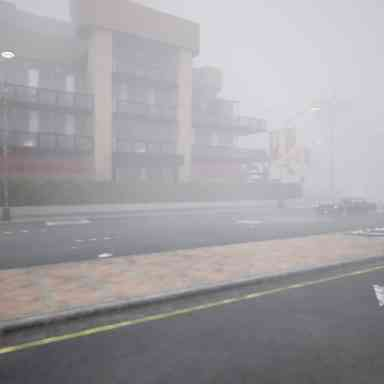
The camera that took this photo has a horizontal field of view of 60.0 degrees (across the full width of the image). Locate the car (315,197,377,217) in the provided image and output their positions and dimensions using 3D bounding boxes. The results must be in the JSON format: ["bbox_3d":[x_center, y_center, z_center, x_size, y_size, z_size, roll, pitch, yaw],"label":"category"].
[{"bbox_3d":[11.066,1.045,23.884,4.718,1.301,1.895,-1,2,-31],"label":"car"}]
